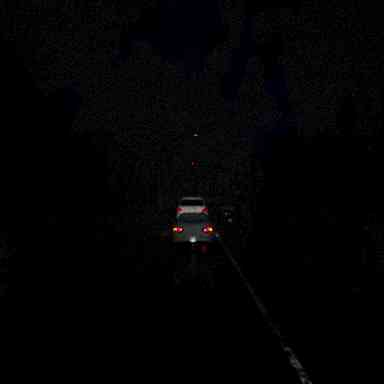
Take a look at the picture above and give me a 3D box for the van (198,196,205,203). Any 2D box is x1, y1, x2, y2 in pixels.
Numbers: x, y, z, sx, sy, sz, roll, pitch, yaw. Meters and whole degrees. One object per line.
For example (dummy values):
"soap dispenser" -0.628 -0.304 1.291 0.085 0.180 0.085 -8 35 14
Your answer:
"van" 2.662 1.949 90.840 1.690 1.788 3.998 -1 0 0

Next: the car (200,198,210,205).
"car" 2.657 2.036 68.709 1.802 1.307 4.206 -1 0 0

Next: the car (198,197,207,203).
"car" 2.662 2.010 85.307 1.967 1.590 4.097 -1 0 0

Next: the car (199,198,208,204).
"car" 2.661 2.076 79.774 1.887 1.381 4.507 -1 0 0

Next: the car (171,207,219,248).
"car" 0.063 1.619 15.086 1.812 1.442 4.674 0 0 1

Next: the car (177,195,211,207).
"car" 0.044 1.377 24.838 2.150 2.045 5.566 0 0 1

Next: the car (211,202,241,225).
"car" 2.634 1.709 25.200 2.008 1.369 4.403 -1 0 0
